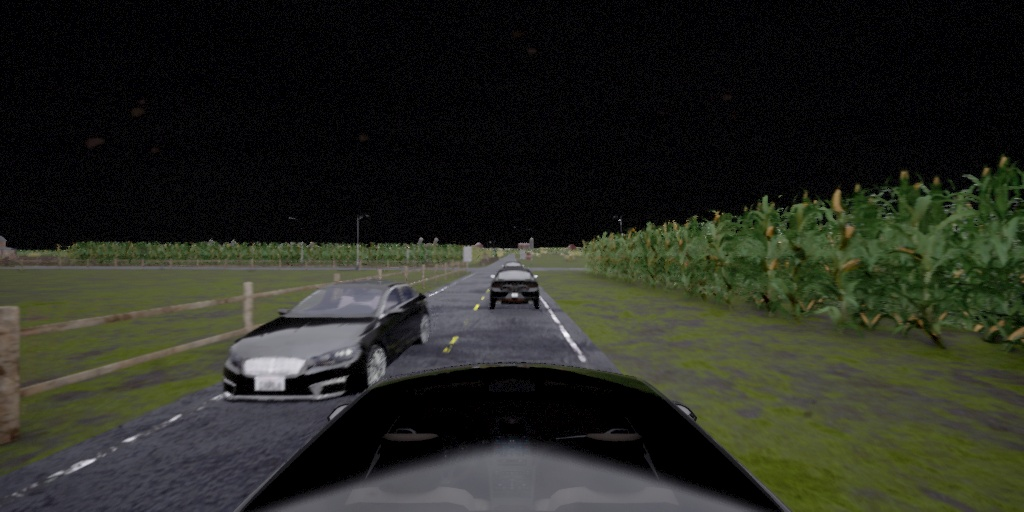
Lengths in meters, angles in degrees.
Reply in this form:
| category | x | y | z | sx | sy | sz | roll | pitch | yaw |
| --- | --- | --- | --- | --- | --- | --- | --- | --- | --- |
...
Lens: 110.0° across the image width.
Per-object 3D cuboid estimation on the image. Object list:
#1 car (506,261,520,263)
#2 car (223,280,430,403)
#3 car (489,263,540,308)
| category | x | y | z | sx | sy | sz | roll | pitch | yaw |
| --- | --- | --- | --- | --- | --- | --- | --- | --- | --- |
| car | 0.095 | 1.211 | 31.979 | 1.882 | 1.535 | 5.008 | 0 | 0 | 0 |
| car | -2.850 | 1.241 | 6.672 | 2.128 | 1.511 | 4.902 | 0 | 0 | 0 |
| car | 0.098 | 1.225 | 15.175 | 1.882 | 1.535 | 5.008 | 0 | 0 | 0 |
